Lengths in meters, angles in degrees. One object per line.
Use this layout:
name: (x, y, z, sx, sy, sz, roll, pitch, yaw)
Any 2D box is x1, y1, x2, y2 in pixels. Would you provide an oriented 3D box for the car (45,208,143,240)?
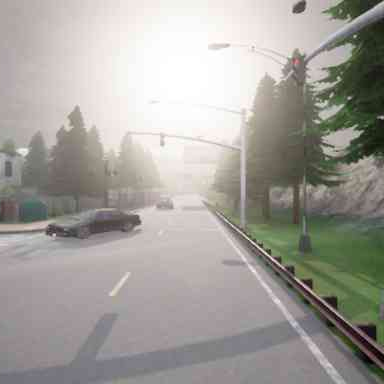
car: (-5.019, 1.605, 17.954, 2.033, 1.411, 5.357, 1, 1, 34)

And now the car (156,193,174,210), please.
car: (-3.503, 1.338, 43.703, 2.097, 1.767, 4.553, 0, 0, 0)
